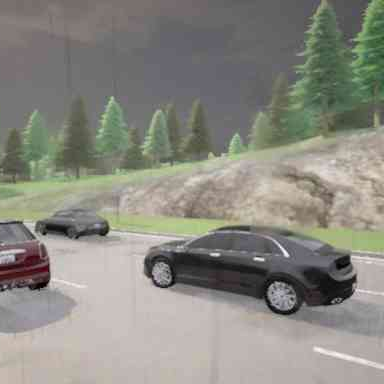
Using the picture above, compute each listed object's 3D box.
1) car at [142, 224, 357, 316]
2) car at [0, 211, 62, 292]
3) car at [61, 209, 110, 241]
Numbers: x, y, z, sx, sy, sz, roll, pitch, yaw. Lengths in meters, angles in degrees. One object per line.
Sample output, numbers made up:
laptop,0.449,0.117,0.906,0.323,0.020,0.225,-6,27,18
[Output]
car,1.015,1.506,7.566,4.892,1.490,1.837,0,0,35
car,-5.396,1.353,7.841,4.553,1.767,2.097,0,0,35
car,-6.145,1.566,16.979,4.181,1.385,1.994,0,0,36
